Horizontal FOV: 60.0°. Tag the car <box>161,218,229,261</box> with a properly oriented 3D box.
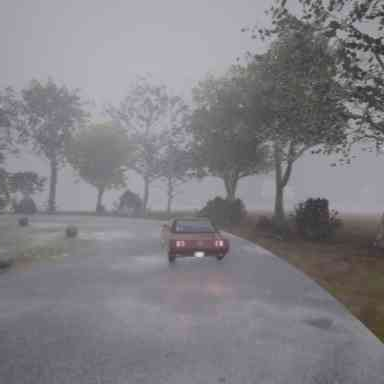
[{"bbox_3d":[-0.109,1.595,12.283,1.895,1.301,4.718,1,0,-9],"label":"car"}]
